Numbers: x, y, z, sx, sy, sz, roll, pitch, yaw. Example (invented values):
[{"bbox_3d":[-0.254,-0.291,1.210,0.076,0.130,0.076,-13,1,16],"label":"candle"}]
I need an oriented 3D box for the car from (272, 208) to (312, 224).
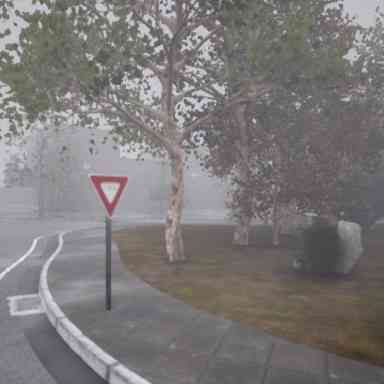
[{"bbox_3d":[11.962,2.920,40.689,5.566,2.045,2.150,5,-3,-40],"label":"car"}]

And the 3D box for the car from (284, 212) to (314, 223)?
[{"bbox_3d":[15.363,3.676,47.731,4.674,1.442,1.812,4,-3,-39],"label":"car"}]
